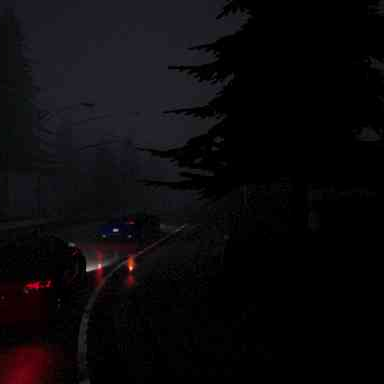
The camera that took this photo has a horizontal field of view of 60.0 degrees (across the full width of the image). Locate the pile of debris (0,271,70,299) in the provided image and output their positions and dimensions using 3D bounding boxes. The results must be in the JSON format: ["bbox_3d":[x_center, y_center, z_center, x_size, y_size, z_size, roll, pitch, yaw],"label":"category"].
[{"bbox_3d":[-3.967,2.185,7.951,1.500,0.140,1.860,0,0,-4],"label":"pile of debris"}]

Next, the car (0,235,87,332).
[{"bbox_3d":[-3.473,1.568,6.904,1.994,1.385,4.181,0,0,-11],"label":"car"}]

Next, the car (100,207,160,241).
[{"bbox_3d":[-2.947,1.496,16.796,1.882,1.535,5.008,0,0,8],"label":"car"}]
